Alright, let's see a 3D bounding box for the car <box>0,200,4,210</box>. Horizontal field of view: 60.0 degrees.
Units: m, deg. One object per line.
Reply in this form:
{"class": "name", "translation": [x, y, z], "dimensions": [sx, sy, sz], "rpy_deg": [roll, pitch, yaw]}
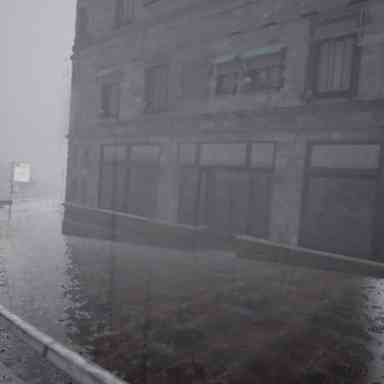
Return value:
{"class": "car", "translation": [-25.060, 1.429, 41.268], "dimensions": [1.882, 1.535, 5.008], "rpy_deg": [4, -1, -9]}

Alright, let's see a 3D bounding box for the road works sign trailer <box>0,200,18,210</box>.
{"class": "road works sign trailer", "translation": [-21.579, 0.896, 36.168], "dimensions": [3.560, 2.880, 2.380], "rpy_deg": [3, -1, 26]}
